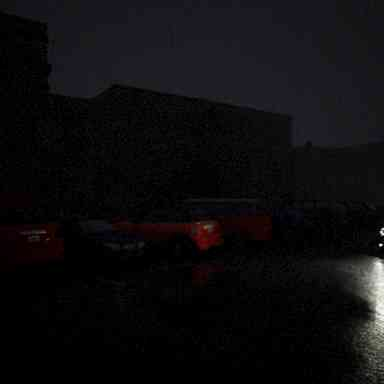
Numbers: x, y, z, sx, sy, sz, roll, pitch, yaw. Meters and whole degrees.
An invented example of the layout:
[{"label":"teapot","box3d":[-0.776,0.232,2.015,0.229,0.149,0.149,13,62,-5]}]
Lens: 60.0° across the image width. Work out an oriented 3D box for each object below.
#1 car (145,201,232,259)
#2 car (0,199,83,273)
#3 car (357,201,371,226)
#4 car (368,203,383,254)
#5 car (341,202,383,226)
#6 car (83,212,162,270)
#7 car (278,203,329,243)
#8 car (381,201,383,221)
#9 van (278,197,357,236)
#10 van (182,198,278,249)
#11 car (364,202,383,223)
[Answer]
[{"label":"car","box3d":[-1.120,1.357,12.759,4.553,1.767,2.185,-1,0,34]},{"label":"car","box3d":[-5.946,1.235,9.386,5.566,2.045,2.435,-1,-1,35]},{"label":"car","box3d":[10.775,1.378,21.317,4.553,1.767,2.185,-1,-1,35]},{"label":"car","box3d":[8.662,1.355,11.982,4.553,1.767,2.097,0,0,-35]},{"label":"car","box3d":[13.183,1.512,23.003,4.892,1.521,2.231,-1,-1,35]},{"label":"car","box3d":[-3.530,1.525,11.077,4.674,1.452,2.002,-1,-1,35]},{"label":"car","box3d":[3.637,1.488,16.179,5.008,1.535,2.097,-1,-1,35]},{"label":"car","box3d":[17.962,1.528,26.417,4.892,1.521,2.231,-1,-1,34]},{"label":"van","box3d":[6.119,1.264,17.828,4.442,1.987,1.878,-1,-1,34]},{"label":"van","box3d":[1.145,1.261,14.545,4.442,1.987,1.878,-1,-1,35]},{"label":"car","box3d":[15.602,1.548,24.686,4.792,1.488,2.163,-1,-1,35]}]
